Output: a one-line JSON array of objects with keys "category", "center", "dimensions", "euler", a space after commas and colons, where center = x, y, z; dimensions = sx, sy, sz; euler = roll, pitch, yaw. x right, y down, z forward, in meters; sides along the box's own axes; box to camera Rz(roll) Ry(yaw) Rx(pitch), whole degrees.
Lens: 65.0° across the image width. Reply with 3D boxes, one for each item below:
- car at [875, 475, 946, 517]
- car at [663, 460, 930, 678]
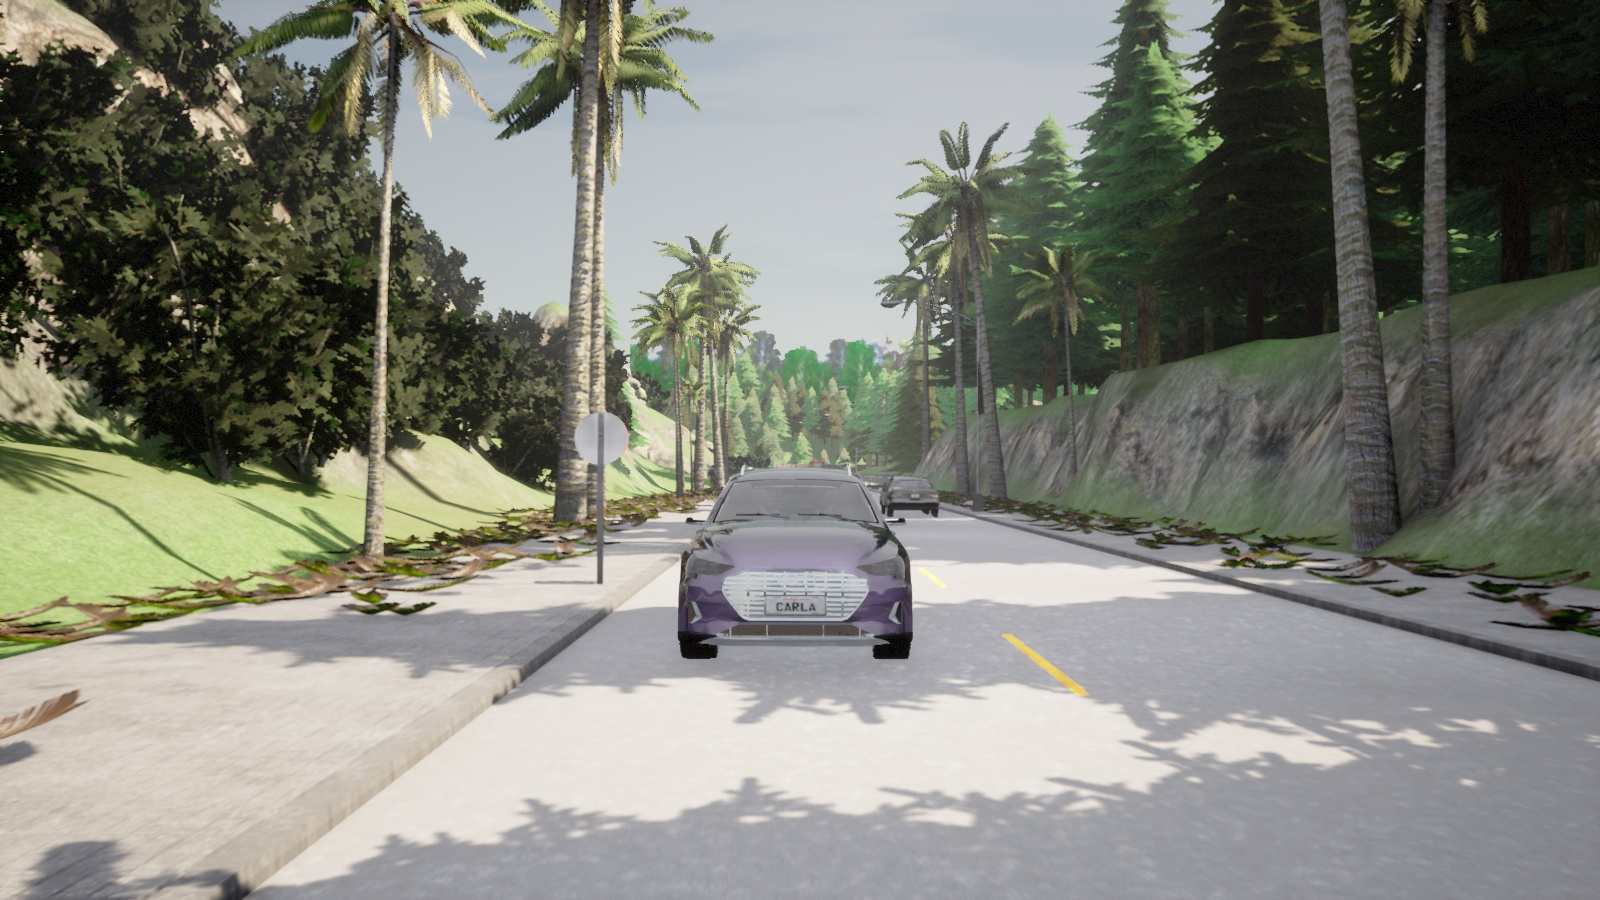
[{"category": "car", "center": [3.879, 1.600, 44.879], "dimensions": [2.033, 1.411, 5.357], "euler": [0, -1, 0]}, {"category": "car", "center": [-0.033, 0.946, 12.006], "dimensions": [2.033, 1.649, 4.856], "euler": [0, -1, 0]}]
